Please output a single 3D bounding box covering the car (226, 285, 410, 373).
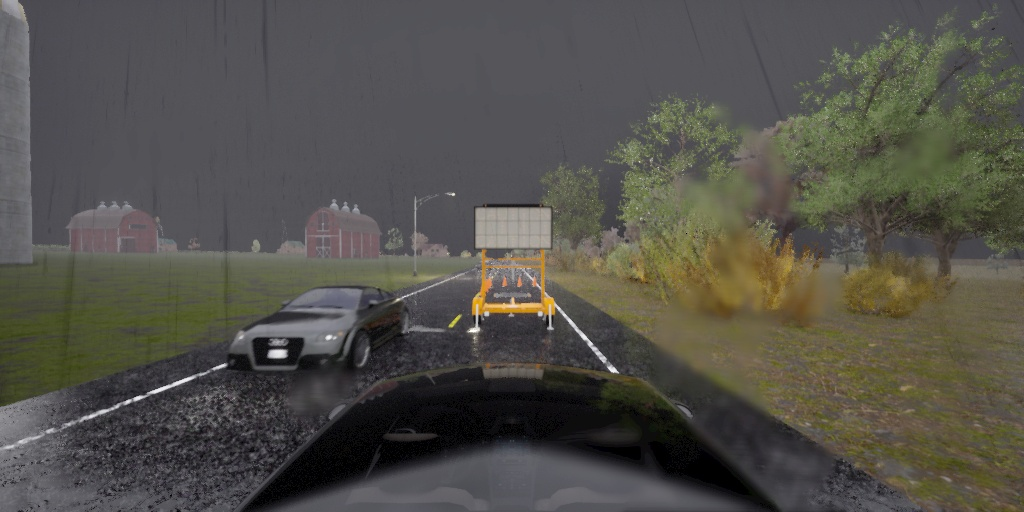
[{"bbox_3d":[-3.588,1.310,7.482,1.994,1.385,4.181,0,0,0],"label":"car"}]

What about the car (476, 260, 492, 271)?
[{"bbox_3d":[-3.814,1.248,49.649,1.812,1.442,4.674,0,0,-1],"label":"car"}]

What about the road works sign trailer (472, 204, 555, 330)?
[{"bbox_3d":[0.037,0.208,11.122,2.380,3.560,2.880,0,0,0],"label":"road works sign trailer"}]
